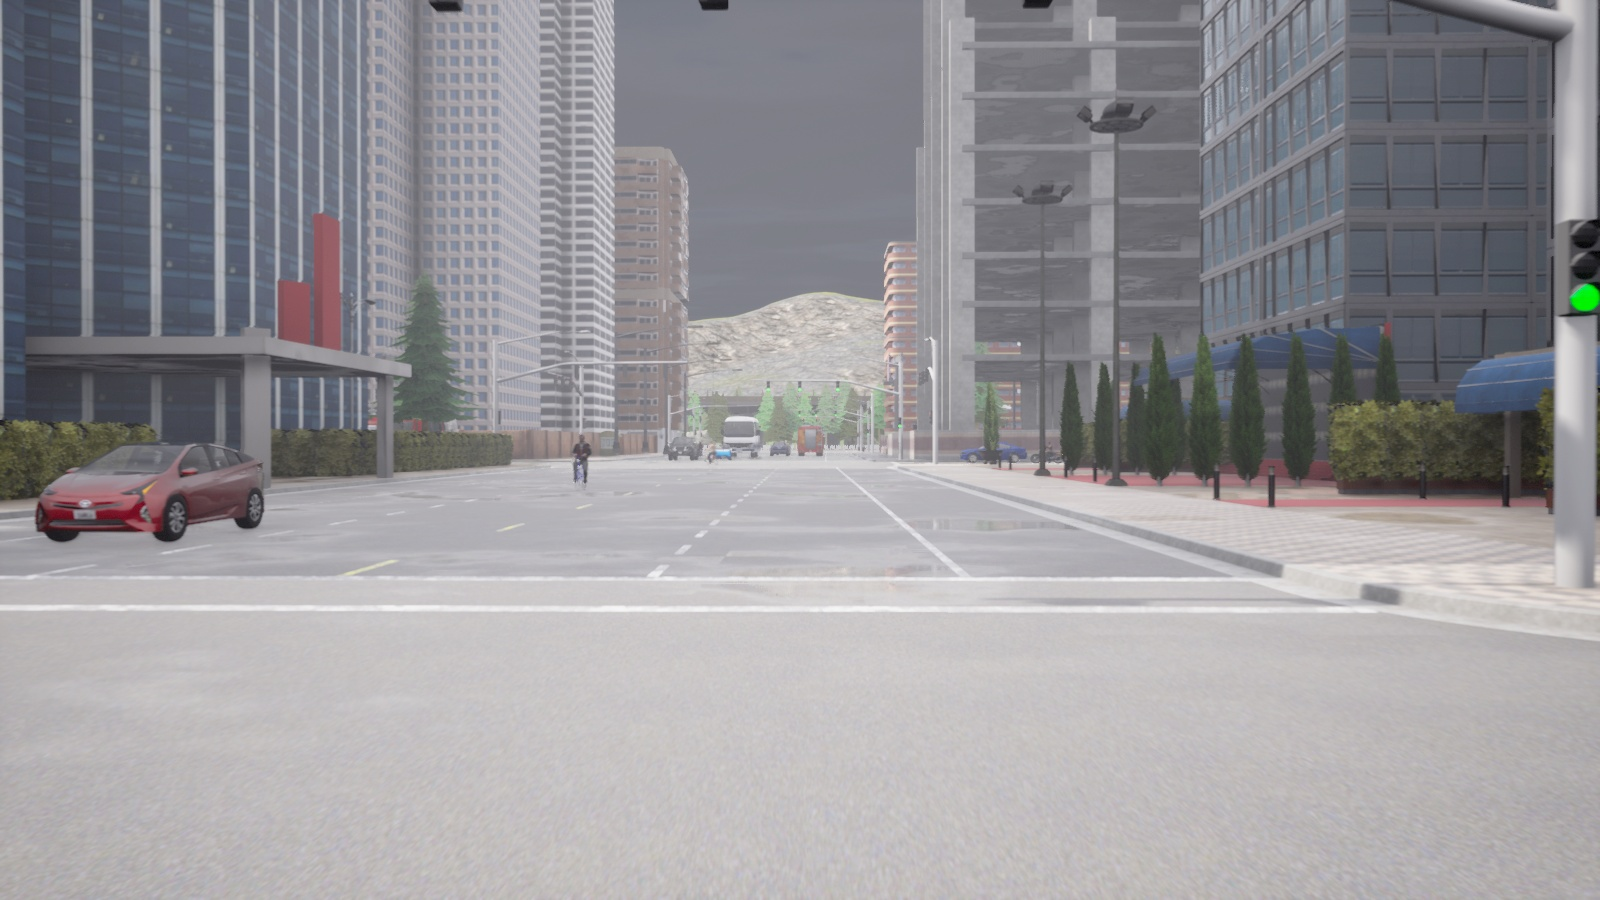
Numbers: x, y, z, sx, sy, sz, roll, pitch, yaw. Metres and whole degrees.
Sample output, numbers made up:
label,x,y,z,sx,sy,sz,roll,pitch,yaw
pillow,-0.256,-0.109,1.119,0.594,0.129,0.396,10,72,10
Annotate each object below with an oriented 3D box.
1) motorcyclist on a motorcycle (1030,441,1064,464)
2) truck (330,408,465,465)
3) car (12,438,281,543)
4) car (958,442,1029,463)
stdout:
label,x,y,z,sx,sy,sz,roll,pitch,yaw
motorcyclist on a motorcycle,17.732,0.203,90.159,2.350,1.649,0.766,0,0,1
truck,-27.884,-0.932,87.211,8.468,3.827,2.891,0,0,1
car,-10.368,0.570,20.384,2.007,1.525,4.514,0,0,0
car,14.440,0.208,93.700,5.008,1.535,1.882,0,0,1
